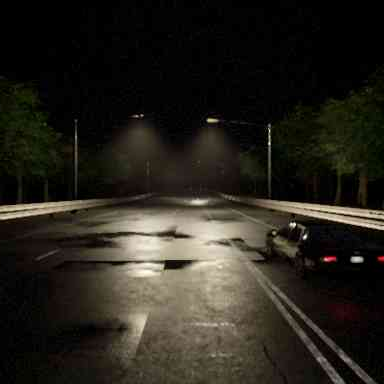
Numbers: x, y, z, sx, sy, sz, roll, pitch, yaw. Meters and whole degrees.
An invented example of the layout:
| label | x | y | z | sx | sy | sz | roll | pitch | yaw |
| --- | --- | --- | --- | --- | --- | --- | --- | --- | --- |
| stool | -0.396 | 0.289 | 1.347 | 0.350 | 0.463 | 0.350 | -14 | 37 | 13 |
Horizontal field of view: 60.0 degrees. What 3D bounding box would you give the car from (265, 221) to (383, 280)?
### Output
| label | x | y | z | sx | sy | sz | roll | pitch | yaw |
| --- | --- | --- | --- | --- | --- | --- | --- | --- | --- |
| car | 3.662 | 1.568 | 9.960 | 2.033 | 1.411 | 5.357 | 0 | 0 | -1 |
